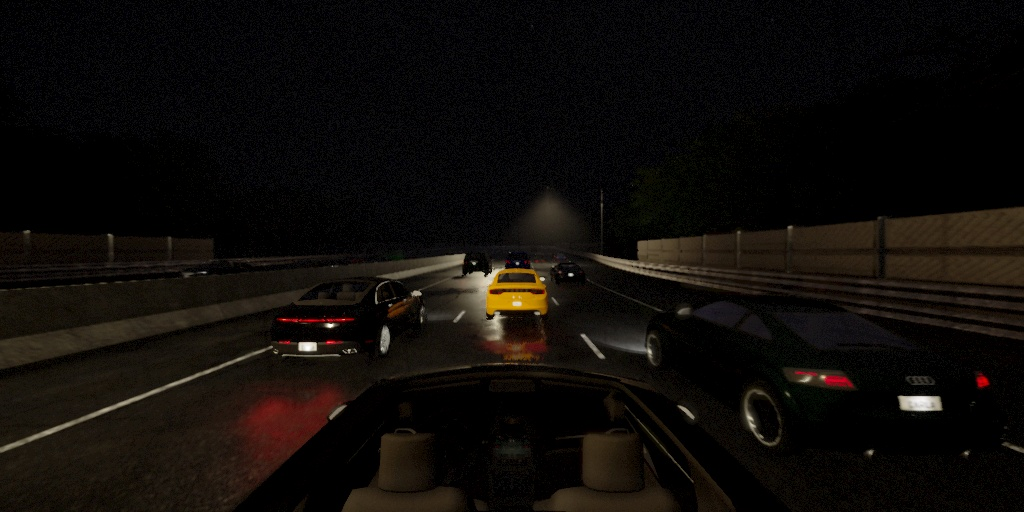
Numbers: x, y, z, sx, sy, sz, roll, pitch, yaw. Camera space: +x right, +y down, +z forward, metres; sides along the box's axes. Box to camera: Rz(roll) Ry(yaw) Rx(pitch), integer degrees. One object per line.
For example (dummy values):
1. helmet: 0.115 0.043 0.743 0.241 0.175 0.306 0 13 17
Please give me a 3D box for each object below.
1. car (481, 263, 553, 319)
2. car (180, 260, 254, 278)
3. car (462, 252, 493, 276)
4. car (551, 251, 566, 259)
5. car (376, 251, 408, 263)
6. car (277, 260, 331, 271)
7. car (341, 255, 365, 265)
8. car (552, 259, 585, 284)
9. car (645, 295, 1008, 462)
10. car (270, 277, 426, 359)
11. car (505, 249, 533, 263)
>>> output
1. car: 0.168 1.186 12.671 1.882 1.535 5.008 0 0 0
2. car: -20.834 1.039 25.547 2.128 1.511 4.902 0 1 1
3. car: -2.993 0.645 31.653 2.150 2.045 5.566 0 1 1
4. car: 8.364 0.208 62.212 2.033 1.411 5.357 0 2 4
5. car: -16.598 0.271 49.178 2.150 2.045 5.566 0 1 3
6. car: -13.864 1.076 23.959 1.837 1.490 4.892 0 1 1
7. car: -22.818 0.558 51.597 1.994 1.385 4.181 0 1 -1
8. car: 3.740 1.118 24.527 1.994 1.385 4.181 0 1 1
9. car: 3.488 1.234 5.072 1.994 1.385 4.181 0 0 0
10. car: -3.366 1.240 8.349 1.837 1.490 4.892 0 0 0
11. car: 0.514 0.638 31.898 2.150 2.045 5.566 0 1 1
